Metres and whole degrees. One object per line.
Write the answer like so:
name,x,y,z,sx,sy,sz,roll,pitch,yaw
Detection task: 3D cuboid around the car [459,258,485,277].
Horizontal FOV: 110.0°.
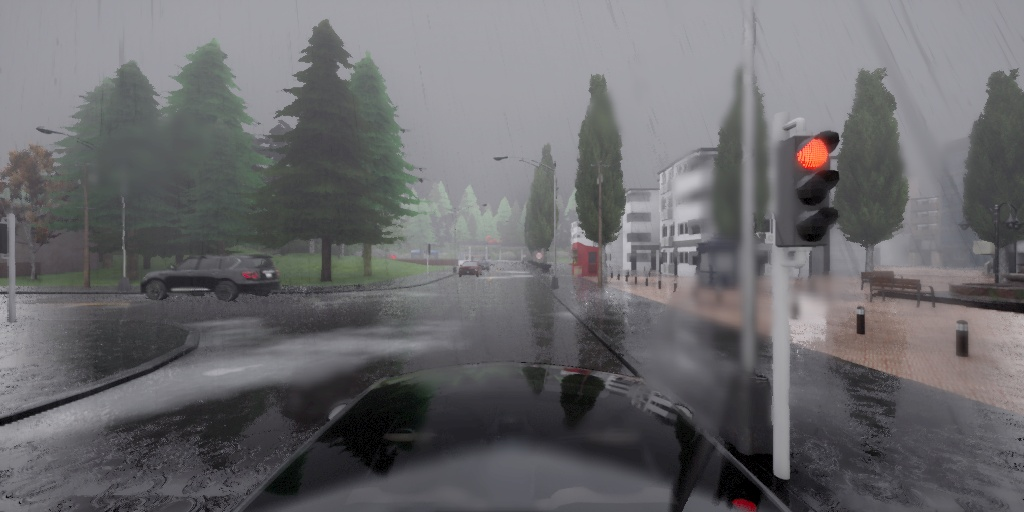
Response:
car,-4.082,1.228,35.771,1.882,1.535,5.008,0,0,0

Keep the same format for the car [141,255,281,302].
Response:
car,-13.715,0.970,16.519,5.566,2.045,2.150,0,0,5

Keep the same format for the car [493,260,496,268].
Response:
car,-3.937,1.255,63.608,1.812,1.442,4.674,0,0,0

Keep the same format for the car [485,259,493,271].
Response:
car,-4.059,1.314,48.271,1.994,1.385,4.181,0,0,0
